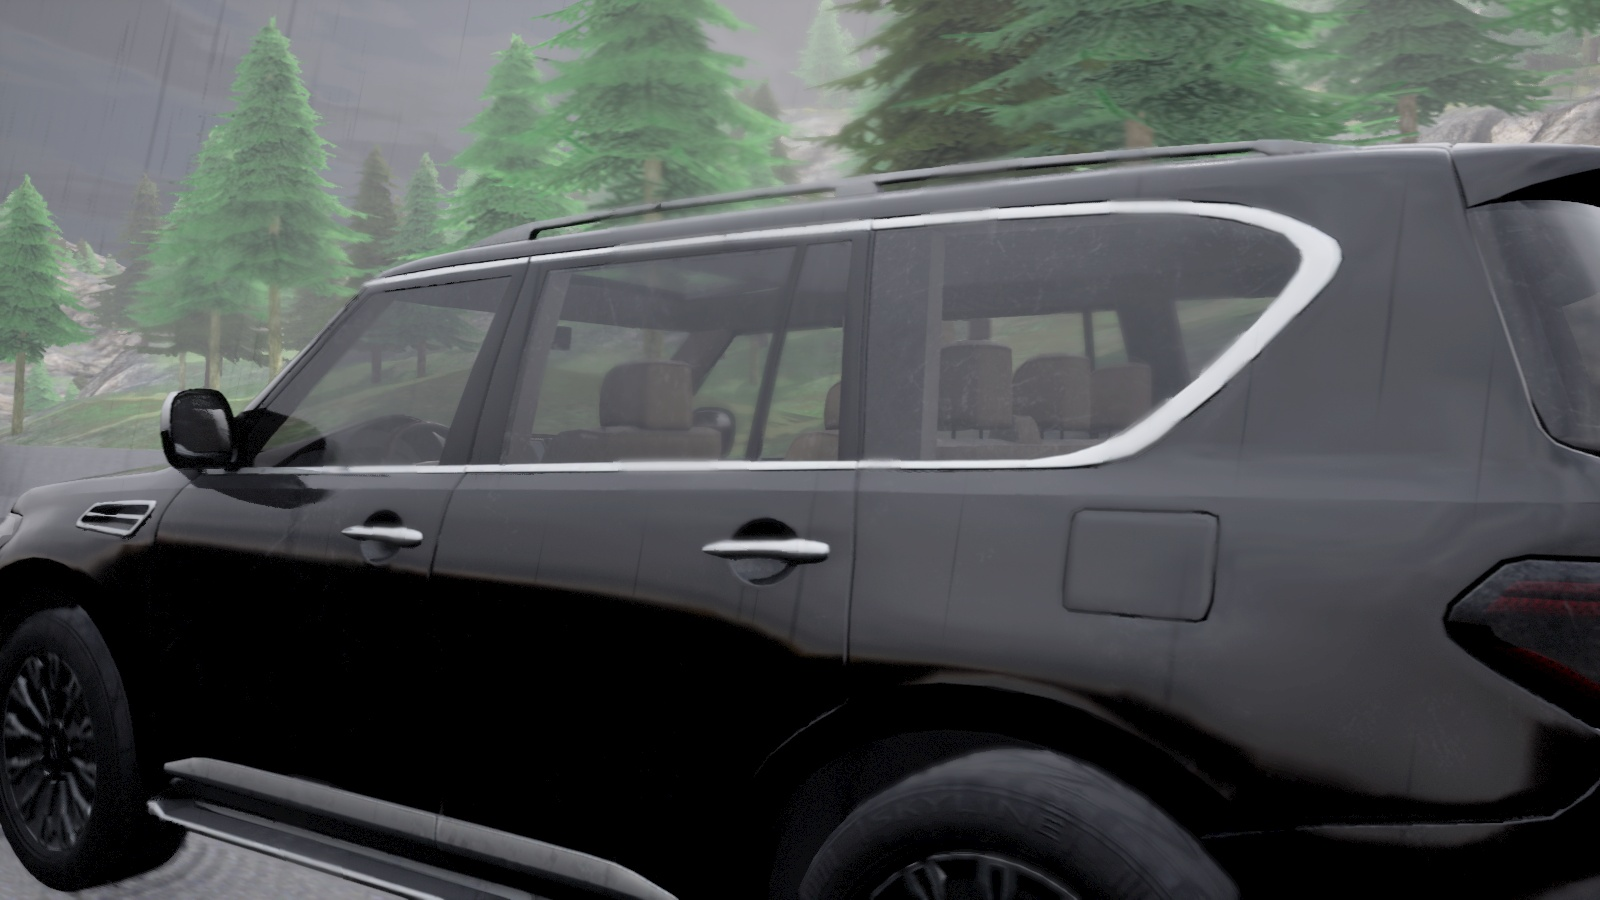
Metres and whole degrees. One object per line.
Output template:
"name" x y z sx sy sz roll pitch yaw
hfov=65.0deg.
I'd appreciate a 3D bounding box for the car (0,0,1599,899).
"car" -0.311 0.409 3.837 5.566 2.045 2.150 0 1 34
